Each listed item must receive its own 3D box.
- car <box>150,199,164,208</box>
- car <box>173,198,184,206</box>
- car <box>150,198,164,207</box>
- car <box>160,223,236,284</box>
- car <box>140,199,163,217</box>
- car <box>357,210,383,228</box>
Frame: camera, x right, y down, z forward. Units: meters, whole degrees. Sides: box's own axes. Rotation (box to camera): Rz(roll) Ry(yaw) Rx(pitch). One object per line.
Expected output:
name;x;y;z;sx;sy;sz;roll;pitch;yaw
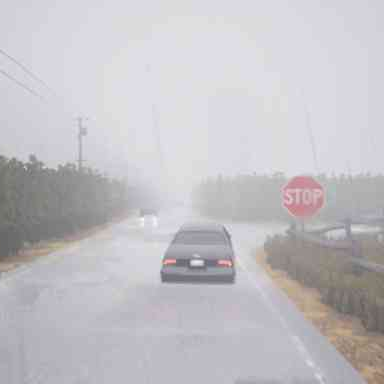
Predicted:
car;-5.790;1.909;55.757;1.994;1.385;4.181;0;0;-1
car;-2.470;1.912;62.387;1.812;1.442;4.674;0;0;0
car;-5.134;1.627;44.385;2.097;1.767;4.553;0;0;-5
car;0.314;1.609;9.768;2.033;1.411;5.357;0;0;5
car;-4.322;1.761;34.380;2.033;1.411;5.357;0;0;-5
car;13.834;1.684;21.879;5.357;1.411;2.033;0;0;0
